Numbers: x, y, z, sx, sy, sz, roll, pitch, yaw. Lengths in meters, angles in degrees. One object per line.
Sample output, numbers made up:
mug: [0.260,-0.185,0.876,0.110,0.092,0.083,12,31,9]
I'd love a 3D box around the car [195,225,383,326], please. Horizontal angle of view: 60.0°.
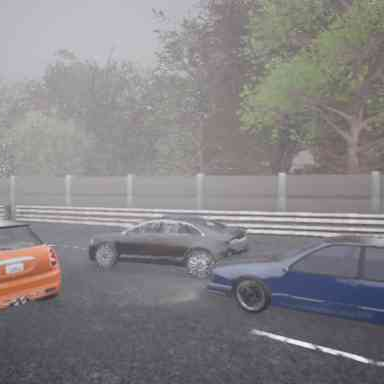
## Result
car: [2.939,1.521,6.006,5.357,1.411,2.033,0,0,30]

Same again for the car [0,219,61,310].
car: [-4.857,1.323,6.825,4.553,1.767,2.097,0,0,31]

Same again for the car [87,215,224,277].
car: [-0.759,1.449,9.736,4.902,1.511,2.128,0,0,22]
